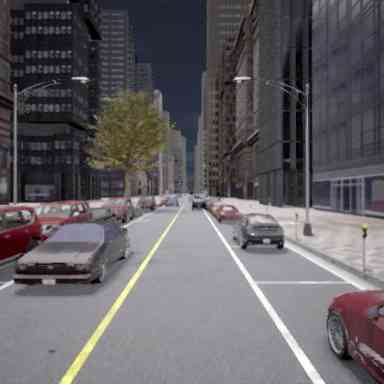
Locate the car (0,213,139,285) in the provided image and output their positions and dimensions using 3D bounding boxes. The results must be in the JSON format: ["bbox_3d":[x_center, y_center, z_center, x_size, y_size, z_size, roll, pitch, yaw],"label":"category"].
[{"bbox_3d":[-3.098,1.571,9.873,2.033,1.411,5.357,0,0,0],"label":"car"}]

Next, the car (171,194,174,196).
[{"bbox_3d":[-5.754,1.502,71.272,2.192,1.841,5.009,0,0,0],"label":"car"}]

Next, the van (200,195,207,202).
[{"bbox_3d":[2.772,1.563,82.635,1.690,1.788,3.998,0,0,0],"label":"van"}]

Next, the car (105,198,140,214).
[{"bbox_3d":[-5.760,1.376,25.853,2.192,1.841,5.009,0,0,0],"label":"car"}]

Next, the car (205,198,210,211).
[{"bbox_3d":[2.767,1.672,37.213,1.802,1.307,4.206,0,0,0],"label":"car"}]

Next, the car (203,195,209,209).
[{"bbox_3d":[2.767,1.545,42.892,1.967,1.590,4.097,0,0,0],"label":"car"}]

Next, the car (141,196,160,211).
[{"bbox_3d":[-5.758,1.421,42.885,2.192,1.841,5.009,0,0,0],"label":"car"}]

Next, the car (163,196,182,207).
[{"bbox_3d":[-3.066,1.696,52.349,1.994,1.385,4.181,0,0,0],"label":"car"}]

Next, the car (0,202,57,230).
[{"bbox_3d":[-5.762,1.336,8.821,2.192,1.841,5.009,0,0,0],"label":"car"}]

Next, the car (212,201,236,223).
[{"bbox_3d":[2.765,1.643,25.858,1.802,1.307,4.206,0,0,0],"label":"car"}]

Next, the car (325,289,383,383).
[{"bbox_3d":[2.762,1.590,3.148,1.802,1.307,4.206,0,0,0],"label":"car"}]

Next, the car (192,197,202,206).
[{"bbox_3d":[0.844,1.660,59.948,1.837,1.490,4.892,0,0,0],"label":"car"}]

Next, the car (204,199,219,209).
[{"bbox_3d":[2.768,1.687,48.569,1.947,1.339,4.313,0,0,0],"label":"car"}]

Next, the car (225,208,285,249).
[{"bbox_3d":[2.764,1.585,14.503,2.008,1.369,4.403,0,0,0],"label":"car"}]

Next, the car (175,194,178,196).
[{"bbox_3d":[-5.751,1.840,93.981,1.802,1.307,4.206,0,0,0],"label":"car"}]

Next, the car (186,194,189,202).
[{"bbox_3d":[0.011,1.563,78.277,2.033,1.411,5.357,0,0,0],"label":"car"}]

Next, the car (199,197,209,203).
[{"bbox_3d":[2.772,1.755,76.957,2.008,1.369,4.403,0,0,0],"label":"car"}]

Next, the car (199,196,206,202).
[{"bbox_3d":[2.774,1.784,88.312,1.887,1.381,4.507,0,0,0],"label":"car"}]

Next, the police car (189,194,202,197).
[{"bbox_3d":[0.907,1.562,54.057,1.930,1.638,5.238,0,0,0],"label":"police car"}]

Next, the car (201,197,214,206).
[{"bbox_3d":[2.770,1.705,59.924,2.008,1.369,4.403,0,0,0],"label":"car"}]

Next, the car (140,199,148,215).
[{"bbox_3d":[-5.759,1.626,31.530,2.008,1.369,4.403,0,0,0],"label":"car"}]

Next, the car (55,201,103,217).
[{"bbox_3d":[-5.762,1.349,14.498,2.192,1.841,5.009,0,0,0],"label":"car"}]

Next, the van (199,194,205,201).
[{"bbox_3d":[2.774,1.599,93.990,1.690,1.788,3.998,0,0,0],"label":"van"}]

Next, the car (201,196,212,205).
[{"bbox_3d":[2.770,1.610,65.601,1.967,1.590,4.097,0,0,0],"label":"car"}]

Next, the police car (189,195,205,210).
[{"bbox_3d":[0.906,1.534,44.057,1.930,1.638,5.238,0,0,0],"label":"police car"}]

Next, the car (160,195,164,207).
[{"bbox_3d":[-5.756,1.662,54.069,1.752,1.417,4.829,0,0,0],"label":"car"}]

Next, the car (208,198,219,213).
[{"bbox_3d":[2.766,1.601,31.706,1.752,1.417,4.829,0,0,0],"label":"car"}]

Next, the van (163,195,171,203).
[{"bbox_3d":[-5.753,1.545,76.950,1.690,1.788,3.998,0,0,0],"label":"van"}]

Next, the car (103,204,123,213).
[{"bbox_3d":[-5.760,1.614,20.175,1.947,1.339,4.313,0,0,0],"label":"car"}]
